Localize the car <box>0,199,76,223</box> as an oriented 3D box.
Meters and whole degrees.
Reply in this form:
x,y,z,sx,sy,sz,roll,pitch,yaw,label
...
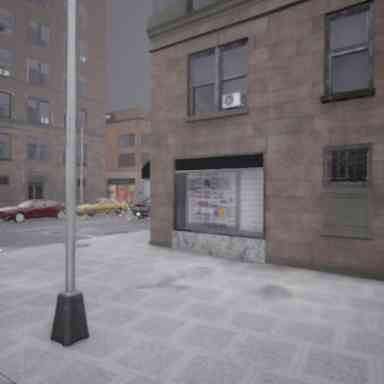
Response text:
x,y,z,sx,sy,sz,roll,pitch,yaw,label
-10.393,1.173,22.106,1.887,1.381,4.507,1,1,36,car

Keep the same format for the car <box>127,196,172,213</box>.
x,y,z,sx,sy,sz,roll,pitch,yaw,label
-3.875,1.113,30.950,1.802,1.307,4.206,1,1,36,car

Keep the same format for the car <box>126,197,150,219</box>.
x,y,z,sx,sy,sz,roll,pitch,yaw,label
-2.048,1.148,23.569,1.837,1.490,4.892,1,1,36,car

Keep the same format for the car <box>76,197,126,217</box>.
x,y,z,sx,sy,sz,roll,pitch,yaw,label
-7.235,1.106,26.390,1.752,1.417,4.829,1,1,36,car
